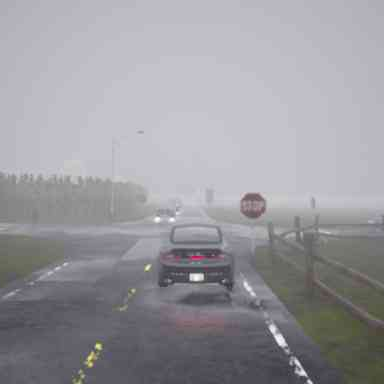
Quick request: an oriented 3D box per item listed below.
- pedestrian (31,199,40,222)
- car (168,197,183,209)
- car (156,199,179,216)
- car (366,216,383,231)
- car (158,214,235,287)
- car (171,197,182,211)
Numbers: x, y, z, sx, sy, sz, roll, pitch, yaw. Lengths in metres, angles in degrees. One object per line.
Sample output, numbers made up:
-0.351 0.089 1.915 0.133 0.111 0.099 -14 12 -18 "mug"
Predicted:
-12.173 1.411 25.814 0.375 1.860 0.375 0 -2 0 "pedestrian"
-2.836 1.841 58.248 2.150 2.045 5.566 0 -1 1 "car"
-2.853 1.875 37.296 1.882 1.535 5.008 0 -1 0 "car"
14.633 2.036 22.874 4.902 1.511 2.128 1 -1 0 "car"
0.100 1.608 9.565 1.837 1.490 4.892 0 -1 0 "car"
-2.848 1.858 47.583 2.097 1.767 4.553 0 -1 0 "car"
